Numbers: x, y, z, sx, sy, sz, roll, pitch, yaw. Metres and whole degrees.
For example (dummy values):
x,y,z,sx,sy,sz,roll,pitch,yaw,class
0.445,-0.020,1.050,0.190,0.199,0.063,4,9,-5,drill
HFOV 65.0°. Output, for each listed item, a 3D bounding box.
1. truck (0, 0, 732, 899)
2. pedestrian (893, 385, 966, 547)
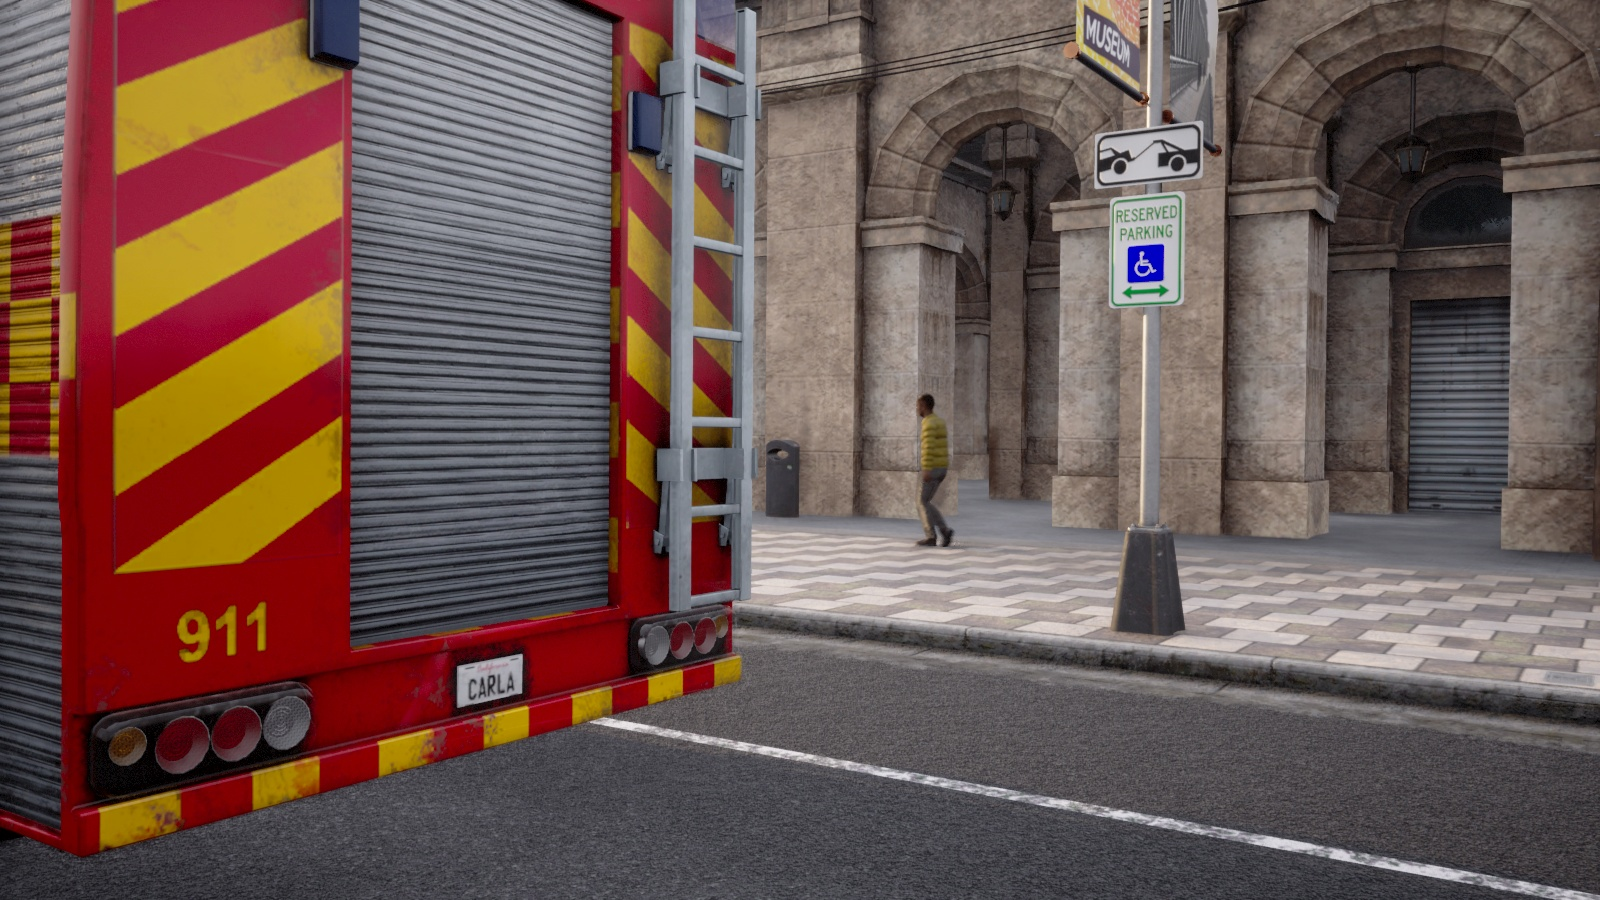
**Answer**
x,y,z,sx,sy,sz,roll,pitch,yaw,class
-4.646,-0.483,6.693,8.468,3.827,2.891,0,1,34,truck
1.507,0.175,14.637,0.709,1.840,0.431,0,1,33,pedestrian
